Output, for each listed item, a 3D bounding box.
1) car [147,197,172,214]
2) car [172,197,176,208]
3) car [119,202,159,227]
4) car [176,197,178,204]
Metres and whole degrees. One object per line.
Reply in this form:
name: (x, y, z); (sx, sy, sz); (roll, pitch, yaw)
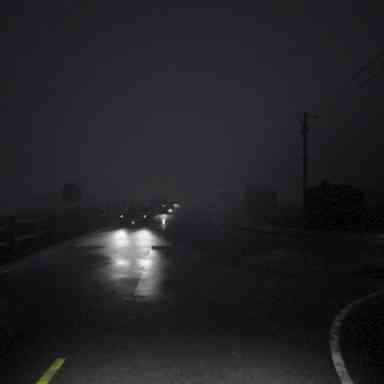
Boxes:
car: (-3.616, 1.315, 34.918); (2.097, 1.767, 4.553); (0, 0, 0)
car: (-3.616, 1.431, 45.245); (1.882, 1.535, 5.008); (0, 0, 0)
car: (-3.614, 1.578, 22.638); (1.895, 1.301, 4.718); (0, 0, 0)
car: (-3.537, 1.551, 60.986); (1.895, 1.301, 4.718); (0, 0, 0)
